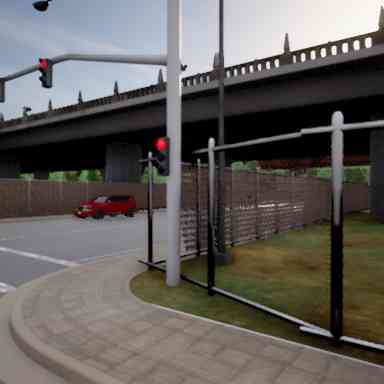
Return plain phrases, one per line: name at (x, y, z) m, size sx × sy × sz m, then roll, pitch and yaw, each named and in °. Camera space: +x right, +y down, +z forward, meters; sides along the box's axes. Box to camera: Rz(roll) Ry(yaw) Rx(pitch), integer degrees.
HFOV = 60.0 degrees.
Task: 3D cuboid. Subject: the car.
car at (-6.955, 1.213, 27.536) m, size 2.150 × 2.045 × 5.566 m, roll 0°, pitch 0°, yaw 35°
